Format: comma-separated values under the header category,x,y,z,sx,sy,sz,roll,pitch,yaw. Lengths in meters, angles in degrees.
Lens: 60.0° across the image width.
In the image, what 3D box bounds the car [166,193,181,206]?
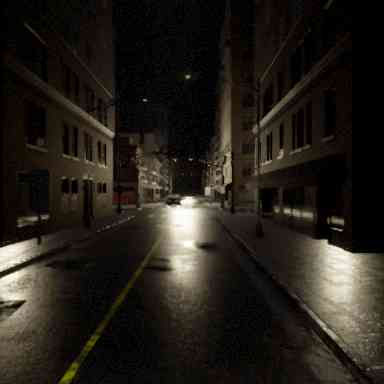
category,x,y,z,sx,sy,sz,roll,pitch,yaw
car,-3.013,1.264,54.958,2.150,2.045,5.566,0,2,0
